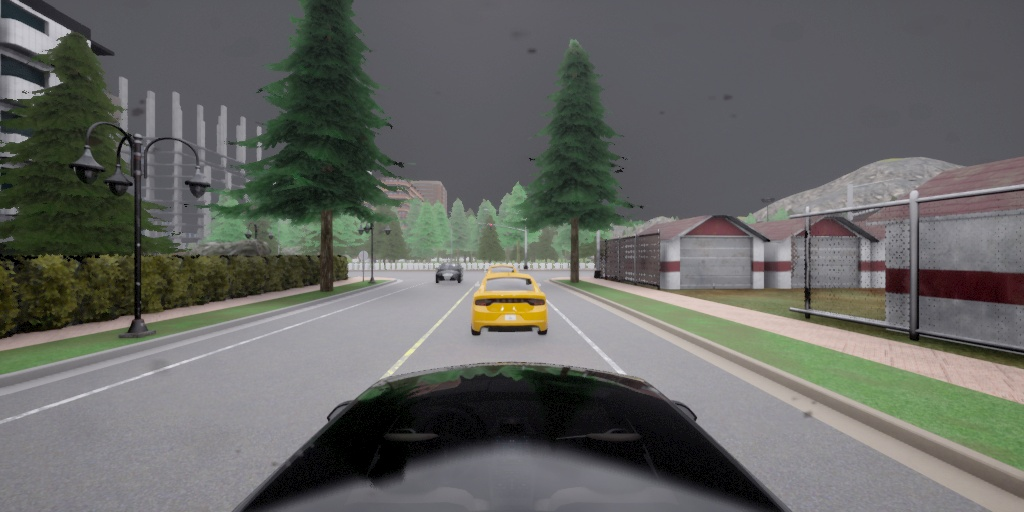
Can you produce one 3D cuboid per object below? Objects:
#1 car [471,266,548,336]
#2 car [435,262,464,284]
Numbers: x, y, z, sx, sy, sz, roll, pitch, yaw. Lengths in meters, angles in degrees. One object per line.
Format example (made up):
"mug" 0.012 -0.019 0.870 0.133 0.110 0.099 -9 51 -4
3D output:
"car" -0.112 1.228 10.494 1.882 1.535 5.008 0 0 -2
"car" -4.710 1.246 27.326 2.128 1.511 4.902 0 0 -5
